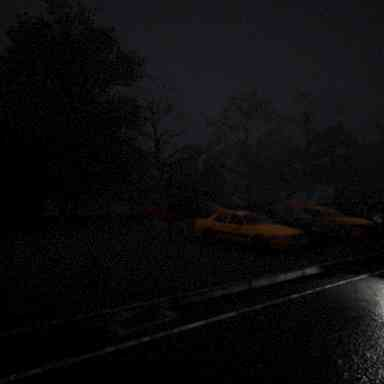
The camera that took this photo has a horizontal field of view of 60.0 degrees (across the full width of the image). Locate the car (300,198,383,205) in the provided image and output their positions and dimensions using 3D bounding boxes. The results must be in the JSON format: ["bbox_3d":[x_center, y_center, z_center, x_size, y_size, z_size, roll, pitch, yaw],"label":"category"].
[{"bbox_3d":[8.825,1.380,18.590,2.185,1.767,4.553,1,-1,-35],"label":"car"}]

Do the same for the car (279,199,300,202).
[{"bbox_3d":[8.213,1.488,34.136,2.185,1.767,4.553,1,-1,-35],"label":"car"}]

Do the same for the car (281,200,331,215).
[{"bbox_3d":[12.709,1.686,37.371,2.097,1.535,5.008,1,-1,-35],"label":"car"}]

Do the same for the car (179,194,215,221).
[{"bbox_3d":[-0.841,1.223,27.759,2.435,2.045,5.566,0,0,-35],"label":"car"}]

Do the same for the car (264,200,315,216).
[{"bbox_3d":[10.351,1.648,35.691,2.097,1.535,5.008,1,-1,-35],"label":"car"}]

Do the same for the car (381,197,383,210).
[{"bbox_3d":[32.912,1.912,51.735,2.435,2.045,5.566,2,-1,-35],"label":"car"}]

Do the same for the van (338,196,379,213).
[{"bbox_3d":[21.800,1.607,43.710,1.878,1.987,4.442,1,-1,-35],"label":"van"}]

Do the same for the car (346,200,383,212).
[{"bbox_3d":[23.983,1.869,45.415,2.097,1.535,5.008,1,-1,-35],"label":"car"}]

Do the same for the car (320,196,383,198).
[{"bbox_3d":[11.118,1.288,20.150,2.435,2.045,5.566,1,-1,-35],"label":"car"}]

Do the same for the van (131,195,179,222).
[{"bbox_3d":[-3.249,1.228,26.154,1.878,1.987,4.442,0,0,-35],"label":"van"}]

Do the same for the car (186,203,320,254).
[{"bbox_3d":[2.175,1.439,13.587,1.946,1.575,5.366,0,0,-35],"label":"car"}]

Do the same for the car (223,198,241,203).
[{"bbox_3d":[1.535,1.502,29.190,1.946,1.575,5.366,1,0,-35],"label":"car"}]

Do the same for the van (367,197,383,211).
[{"bbox_3d":[28.419,1.779,48.711,1.878,1.987,4.442,2,-1,-35],"label":"van"}]

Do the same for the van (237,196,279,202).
[{"bbox_3d":[5.872,1.351,32.651,1.878,1.987,4.442,1,-1,-35],"label":"van"}]

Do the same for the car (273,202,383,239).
[{"bbox_3d":[6.577,1.476,16.958,2.097,1.535,5.008,1,0,-35],"label":"car"}]

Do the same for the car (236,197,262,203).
[{"bbox_3d":[3.685,1.541,30.941,2.231,1.521,4.892,1,-1,-35],"label":"car"}]

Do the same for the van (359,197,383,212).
[{"bbox_3d":[26.190,1.694,46.838,1.878,1.987,4.442,1,-1,-35],"label":"van"}]

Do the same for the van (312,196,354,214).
[{"bbox_3d":[17.153,1.534,40.687,1.878,1.987,4.442,1,-1,-35],"label":"van"}]

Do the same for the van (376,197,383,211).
[{"bbox_3d":[30.572,1.856,50.246,1.878,1.987,4.442,2,-1,-35],"label":"van"}]

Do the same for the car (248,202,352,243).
[{"bbox_3d":[4.320,1.456,15.349,2.231,1.521,4.892,0,0,-35],"label":"car"}]
